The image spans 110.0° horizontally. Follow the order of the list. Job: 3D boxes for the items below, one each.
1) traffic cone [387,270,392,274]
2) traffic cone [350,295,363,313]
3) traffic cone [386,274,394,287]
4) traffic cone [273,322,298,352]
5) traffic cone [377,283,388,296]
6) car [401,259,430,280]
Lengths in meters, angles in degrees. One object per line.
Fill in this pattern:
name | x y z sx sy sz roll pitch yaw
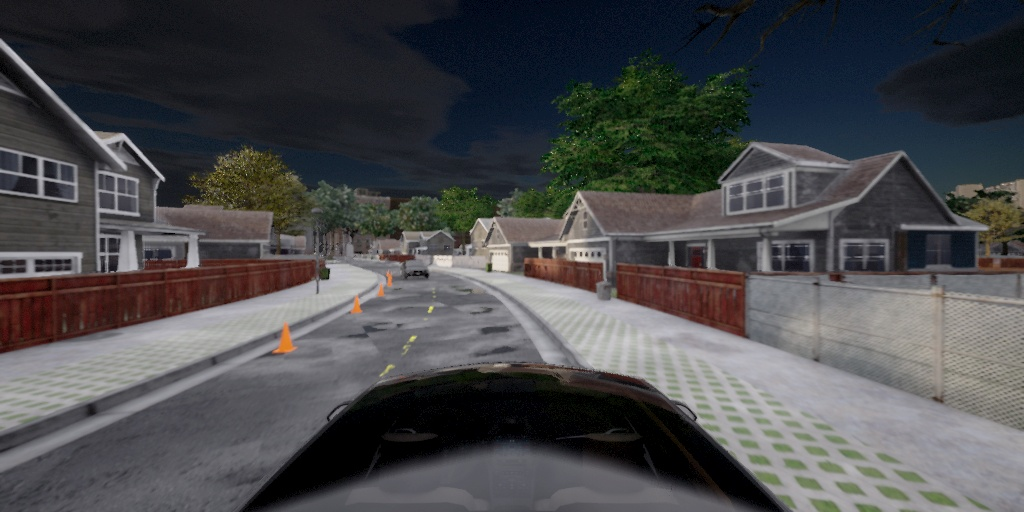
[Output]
traffic cone | -8.886 1.508 26.367 0.340 0.580 0.340 0 0 -20
traffic cone | -5.319 1.627 12.293 0.340 0.580 0.340 0 0 -9
traffic cone | -7.407 1.546 21.752 0.340 0.580 0.340 0 0 -16
traffic cone | -4.717 1.670 7.485 0.340 0.580 0.340 0 0 -5
traffic cone | -6.217 1.586 17.055 0.340 0.580 0.340 0 0 -12
car | -7.826 1.028 28.832 1.837 1.490 4.892 0 1 -21
